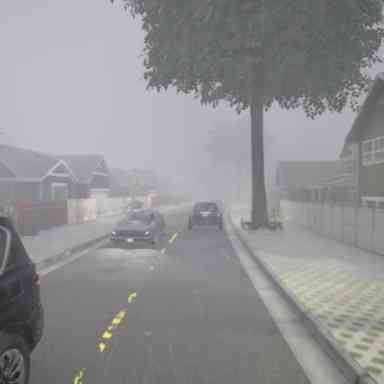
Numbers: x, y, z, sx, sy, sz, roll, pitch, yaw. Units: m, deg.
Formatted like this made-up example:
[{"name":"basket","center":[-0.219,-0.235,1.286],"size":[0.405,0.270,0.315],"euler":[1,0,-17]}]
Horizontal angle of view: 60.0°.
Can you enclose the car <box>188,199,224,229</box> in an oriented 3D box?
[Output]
[{"name":"car","center":[0.935,1.368,21.742],"size":[2.097,1.767,4.553],"euler":[0,0,4]}]

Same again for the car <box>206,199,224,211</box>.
[{"name":"car","center":[2.990,1.603,42.507],"size":[2.033,1.411,5.357],"euler":[0,0,7]}]

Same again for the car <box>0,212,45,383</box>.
[{"name":"car","center":[-2.771,1.213,1.526],"size":[2.150,2.045,5.566],"euler":[0,1,1]}]

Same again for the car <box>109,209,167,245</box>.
[{"name":"car","center":[-2.345,1.551,15.980],"size":[2.033,1.411,5.357],"euler":[0,0,3]}]
